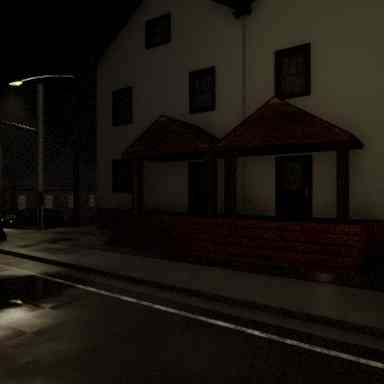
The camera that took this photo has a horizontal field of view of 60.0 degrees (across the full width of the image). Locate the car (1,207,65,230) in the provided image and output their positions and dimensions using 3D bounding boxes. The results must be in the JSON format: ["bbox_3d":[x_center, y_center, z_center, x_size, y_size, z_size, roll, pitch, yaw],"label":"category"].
[{"bbox_3d":[-14.227,2.400,30.139,2.150,2.045,5.566,0,-9,36],"label":"car"}]
